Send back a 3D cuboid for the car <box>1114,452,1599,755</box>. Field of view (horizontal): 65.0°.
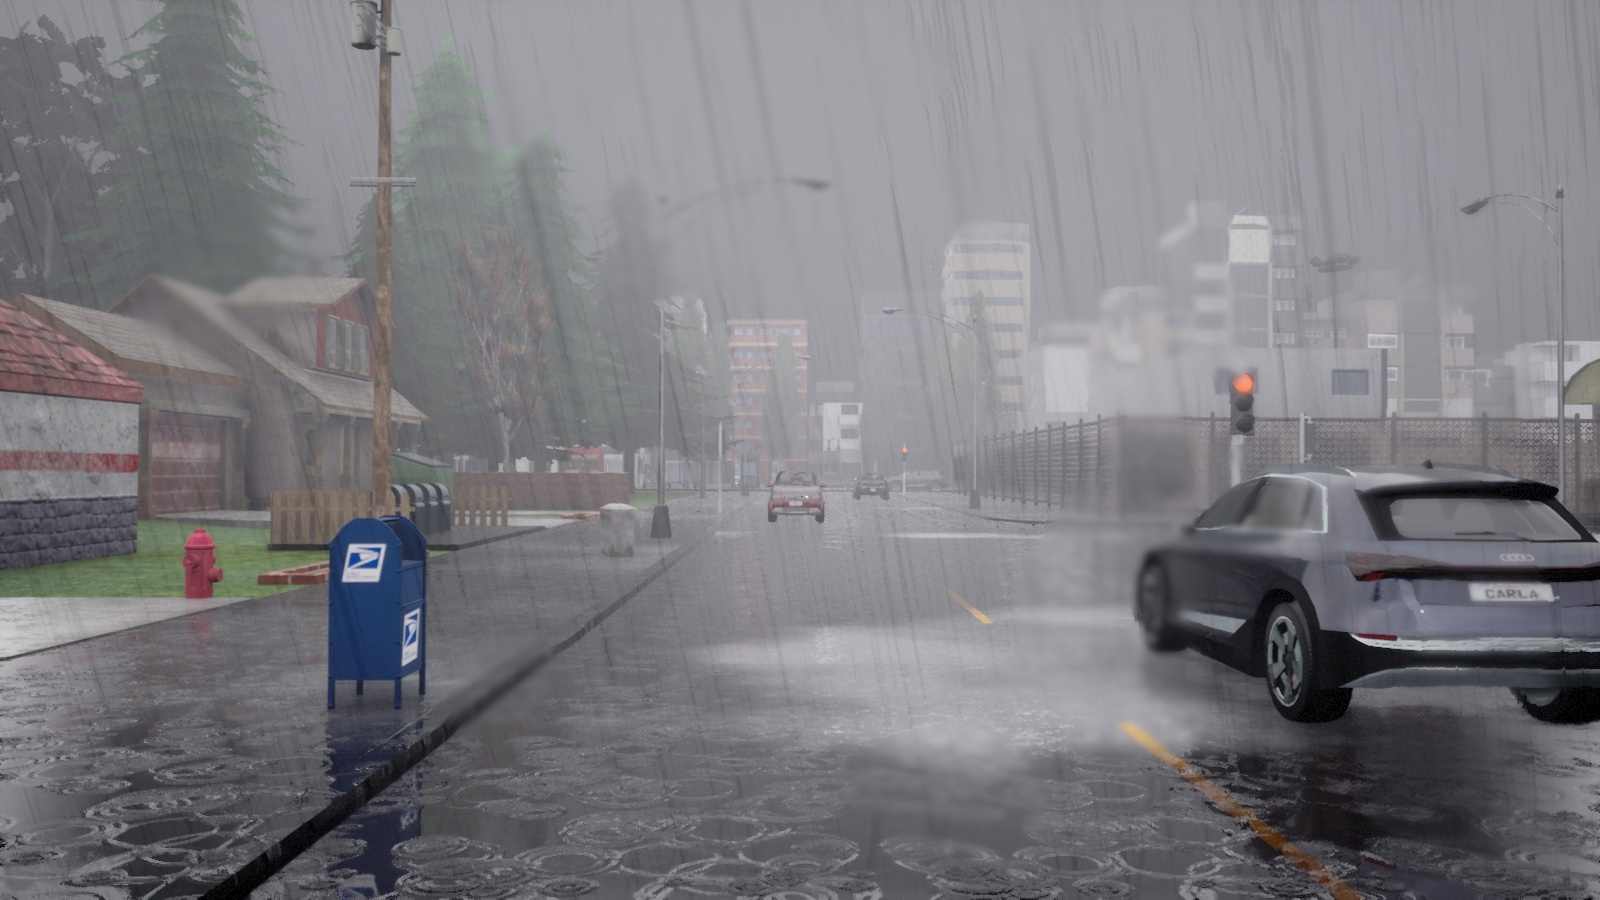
[{"bbox_3d":[3.983,0.874,9.313,2.033,1.649,4.856,0,-1,-1],"label":"car"}]

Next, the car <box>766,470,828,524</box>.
[{"bbox_3d":[-0.099,1.397,38.305,1.789,1.549,3.705,0,-1,0],"label":"car"}]

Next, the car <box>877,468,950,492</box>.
[{"bbox_3d":[8.113,2.132,89.972,4.856,1.649,2.033,0,-1,-6],"label":"car"}]

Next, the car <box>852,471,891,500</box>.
[{"bbox_3d":[3.826,1.880,67.605,1.816,1.474,4.193,0,-1,0],"label":"car"}]
